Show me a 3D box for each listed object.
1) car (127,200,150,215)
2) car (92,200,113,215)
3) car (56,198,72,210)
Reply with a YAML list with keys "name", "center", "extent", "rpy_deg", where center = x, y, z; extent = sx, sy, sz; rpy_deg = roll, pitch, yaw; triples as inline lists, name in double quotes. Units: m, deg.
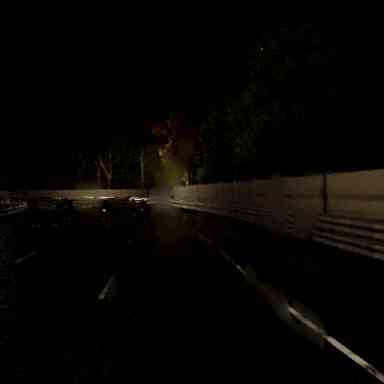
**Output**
- name: "car"
  center: [-5.706, 1.543, 35.047]
  extent: [2.128, 1.511, 4.902]
  rpy_deg: [-1, 0, -19]
- name: "car"
  center: [-9.703, 1.601, 35.998]
  extent: [1.837, 1.490, 4.892]
  rpy_deg: [0, 0, -19]
- name: "car"
  center: [-18.312, 1.693, 47.606]
  extent: [1.837, 1.490, 4.892]
  rpy_deg: [0, 0, -27]
